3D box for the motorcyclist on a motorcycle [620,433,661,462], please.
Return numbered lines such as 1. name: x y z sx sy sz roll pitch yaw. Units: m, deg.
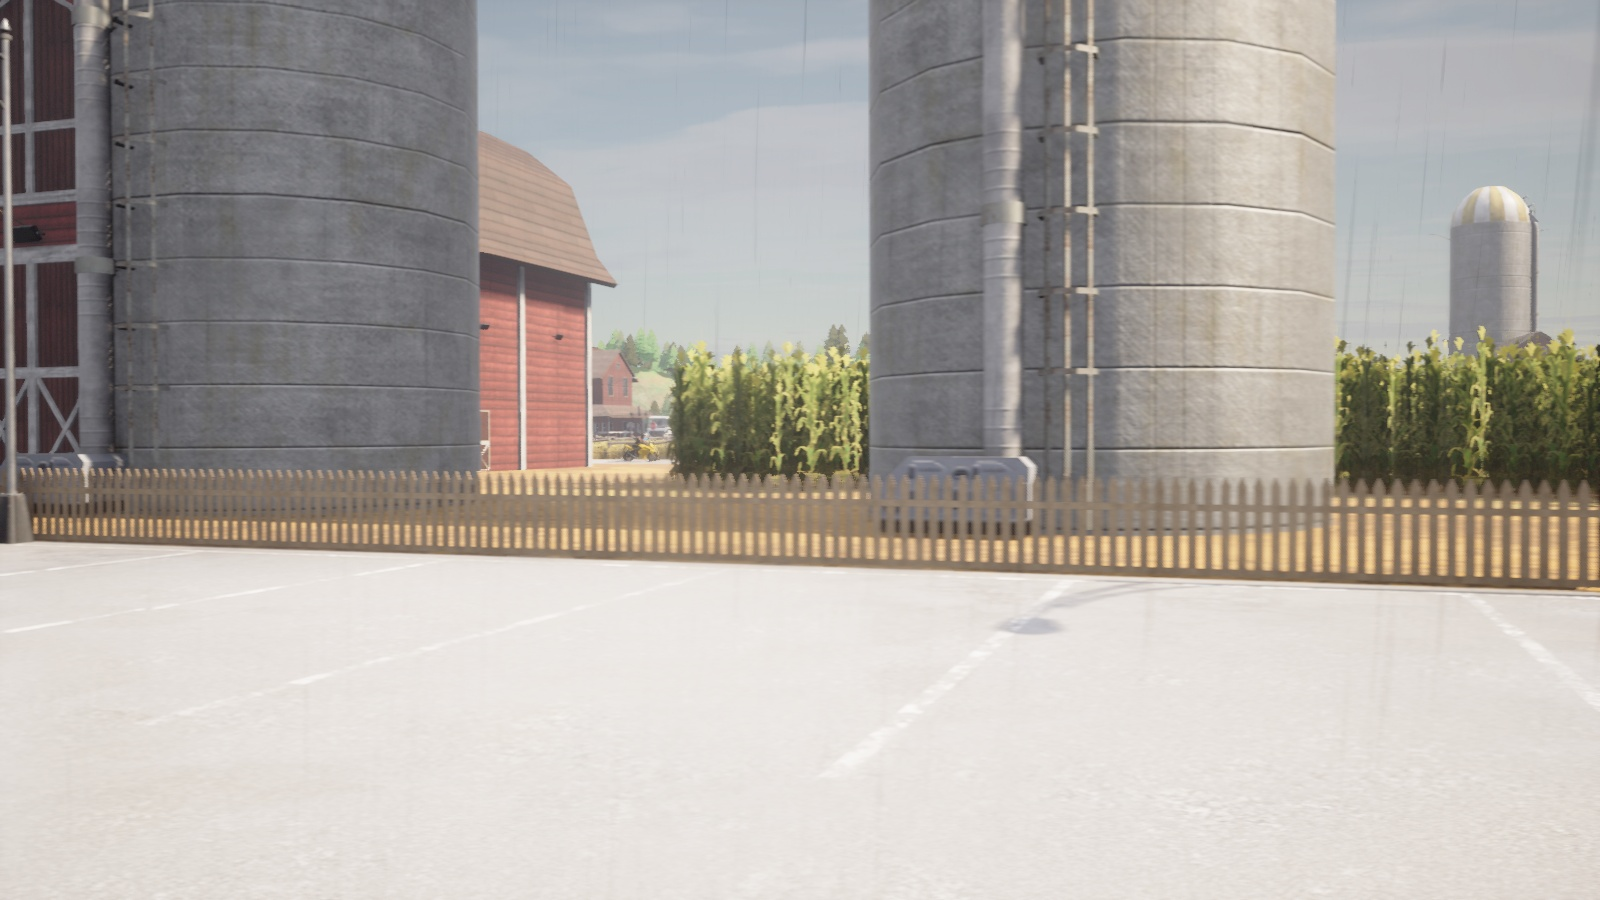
1. motorcyclist on a motorcycle: -8.553 -0.163 67.426 2.044 1.523 0.797 0 1 15
